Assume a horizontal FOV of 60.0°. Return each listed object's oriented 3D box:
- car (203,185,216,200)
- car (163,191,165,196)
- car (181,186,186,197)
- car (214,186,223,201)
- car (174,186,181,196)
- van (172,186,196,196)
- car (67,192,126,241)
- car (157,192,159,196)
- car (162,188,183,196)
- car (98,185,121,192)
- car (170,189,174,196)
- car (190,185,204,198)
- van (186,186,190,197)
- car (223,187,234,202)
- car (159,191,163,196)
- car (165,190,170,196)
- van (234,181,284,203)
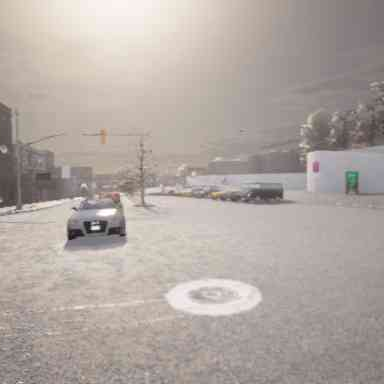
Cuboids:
[{"bbox_3d":[4.378,0.187,39.619,5.366,1.575,1.946,-1,1,-33],"label":"car"},{"bbox_3d":[-3.383,-0.031,74.574,4.553,1.767,2.185,0,0,-33],"label":"car"},{"bbox_3d":[1.376,0.103,54.346,5.366,1.575,1.946,-1,0,-33],"label":"car"},{"bbox_3d":[5.198,0.245,36.817,4.674,1.452,2.002,-1,1,-33],"label":"car"},{"bbox_3d":[-0.097,0.078,60.048,5.008,1.535,2.097,-1,1,-33],"label":"car"},{"bbox_3d":[-1.523,-0.158,65.788,4.442,1.987,1.878,0,0,-33],"label":"van"},{"bbox_3d":[-3.695,0.929,13.148,1.994,1.385,4.181,-2,3,-13],"label":"car"},{"bbox_3d":[-5.398,0.175,83.262,5.008,1.535,2.097,0,-1,-33],"label":"car"},{"bbox_3d":[-4.702,0.016,80.378,4.553,1.767,2.185,0,0,-33],"label":"car"},{"bbox_3d":[-9.328,0.305,37.782,2.150,2.045,5.566,-1,2,-13],"label":"car"},{"bbox_3d":[-0.744,-0.183,62.967,5.566,2.045,2.435,0,0,-33],"label":"car"},{"bbox_3d":[2.573,0.014,48.447,4.553,1.767,2.185,-1,1,-33],"label":"car"},{"bbox_3d":[1.788,-0.101,51.269,4.442,1.987,1.878,-1,1,-33],"label":"van"},{"bbox_3d":[5.852,0.261,33.916,4.674,1.452,2.002,-1,0,-33],"label":"car"},{"bbox_3d":[-4.222,0.112,77.353,5.366,1.575,1.946,0,0,-33],"label":"car"},{"bbox_3d":[-2.109,-0.181,68.734,5.566,2.045,2.435,0,0,-33],"label":"car"},{"bbox_3d":[6.421,0.013,30.942,4.442,1.987,1.878,-1,1,-33],"label":"van"}]
